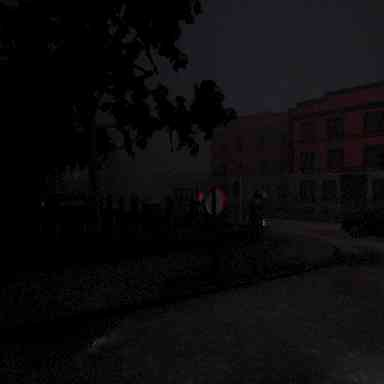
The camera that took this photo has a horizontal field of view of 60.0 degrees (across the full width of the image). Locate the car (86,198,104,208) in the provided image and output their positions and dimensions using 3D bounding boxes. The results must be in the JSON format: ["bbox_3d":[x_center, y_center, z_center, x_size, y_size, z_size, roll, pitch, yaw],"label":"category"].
[{"bbox_3d":[-14.238,1.502,48.161,1.837,1.490,4.892,0,0,-35],"label":"car"}]

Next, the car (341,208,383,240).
[{"bbox_3d":[9.306,1.489,15.028,2.128,1.511,4.902,0,0,-35],"label":"car"}]

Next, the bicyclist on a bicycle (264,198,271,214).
[{"bbox_3d":[7.151,1.343,32.517,1.656,1.620,0.582,0,0,-35],"label":"bicyclist on a bicycle"}]

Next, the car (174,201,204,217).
[{"bbox_3d":[-0.242,1.522,28.420,1.812,1.442,4.674,0,0,-35],"label":"car"}]
